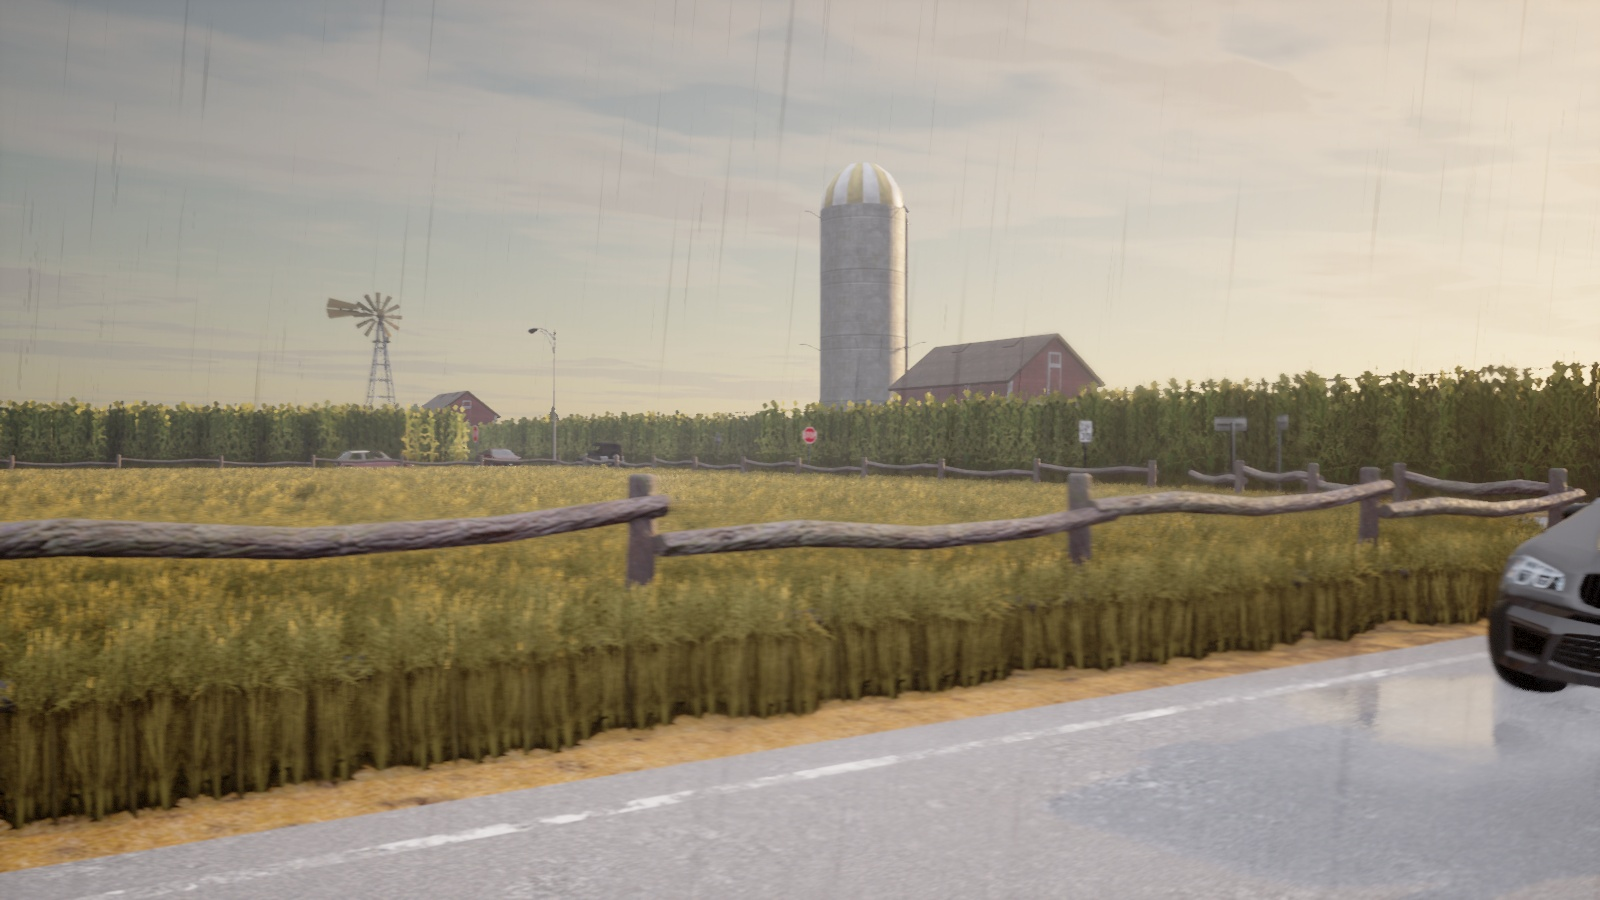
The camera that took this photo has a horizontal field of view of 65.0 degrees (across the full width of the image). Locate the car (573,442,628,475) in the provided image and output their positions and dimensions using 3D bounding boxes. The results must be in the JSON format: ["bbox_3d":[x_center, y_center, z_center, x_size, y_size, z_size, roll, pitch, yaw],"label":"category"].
[{"bbox_3d":[-11.904,0.487,74.834,1.905,1.878,3.866,0,1,-31],"label":"car"}]

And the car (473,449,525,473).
[{"bbox_3d":[-19.572,0.707,81.500,1.882,1.535,5.008,0,0,-31],"label":"car"}]

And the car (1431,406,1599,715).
[{"bbox_3d":[6.295,0.595,7.998,4.611,1.667,2.242,0,0,-37],"label":"car"}]

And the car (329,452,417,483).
[{"bbox_3d":[-21.224,0.834,62.449,3.806,1.475,1.970,-1,0,-32],"label":"car"}]
